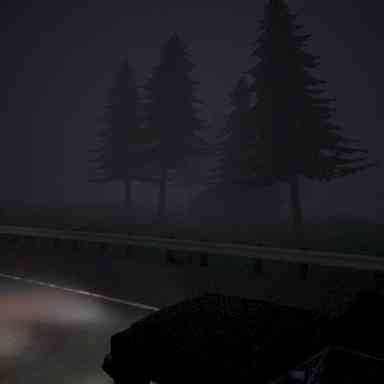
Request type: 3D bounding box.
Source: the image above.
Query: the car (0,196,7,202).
[{"bbox_3d":[-45.148,1.552,76.957,1.994,1.385,4.181,0,0,2],"label":"car"}]

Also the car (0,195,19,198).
[{"bbox_3d":[-36.396,1.553,64.240,1.994,1.385,4.181,0,0,14],"label":"car"}]

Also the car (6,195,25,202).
[{"bbox_3d":[-41.624,1.524,78.462,1.812,1.442,4.674,0,0,2],"label":"car"}]

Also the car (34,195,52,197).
[{"bbox_3d":[-34.620,1.525,78.890,2.128,1.511,4.902,0,0,2],"label":"car"}]

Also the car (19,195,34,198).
[{"bbox_3d":[-38.119,1.524,78.710,1.812,1.442,4.674,0,0,2],"label":"car"}]

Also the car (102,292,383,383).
[{"bbox_3d":[1.441,1.601,2.740,4.718,1.301,1.895,0,0,35],"label":"car"}]
